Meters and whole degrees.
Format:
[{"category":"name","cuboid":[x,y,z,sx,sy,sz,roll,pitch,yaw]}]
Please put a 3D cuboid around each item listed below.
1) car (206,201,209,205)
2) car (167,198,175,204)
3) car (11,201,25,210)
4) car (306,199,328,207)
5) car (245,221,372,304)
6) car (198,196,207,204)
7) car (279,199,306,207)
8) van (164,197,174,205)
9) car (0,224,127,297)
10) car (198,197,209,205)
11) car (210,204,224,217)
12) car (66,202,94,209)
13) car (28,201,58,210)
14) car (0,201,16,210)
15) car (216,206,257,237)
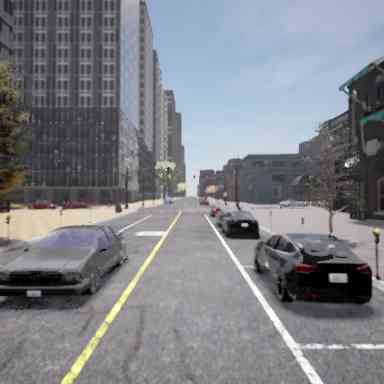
[{"category":"car","cuboid":[2.832,1.912,35.612,1.802,1.307,4.206,1,-1,0]},{"category":"car","cuboid":[-5.663,2.340,90.388,1.752,1.417,4.829,1,-1,0]},{"category":"car","cuboid":[-28.615,2.185,51.852,4.829,1.417,1.752,-1,-1,1]},{"category":"car","cuboid":[20.691,1.712,51.376,4.829,1.417,1.752,-1,-1,1]},{"category":"car","cuboid":[2.704,1.644,8.228,1.947,1.339,4.313,1,-1,0]},{"category":"car","cuboid":[2.720,2.082,84.923,2.192,1.841,5.009,1,-1,0]},{"category":"car","cuboid":[16.705,1.865,54.109,4.718,1.301,1.895,-1,-2,1]},{"category":"van","cuboid":[-5.662,2.057,79.212,1.690,1.788,3.998,1,-1,0]},{"category":"car","cuboid":[-3.100,1.634,9.187,2.033,1.411,5.357,0,-1,0]},{"category":"car","cuboid":[2.715,2.107,73.575,1.967,1.590,4.097,1,-1,0]},{"category":"car","cuboid":[2.707,1.780,24.661,2.008,1.369,4.403,1,-1,0]},{"category":"car","cuboid":[-17.418,2.133,51.742,4.206,1.307,1.802,-1,-1,1]},{"category":"car","cuboid":[-23.102,2.046,51.800,4.097,1.590,1.967,-1,-1,1]},{"category":"car","cuboid":[-34.386,2.378,60.286,4.097,1.590,1.967,-1,-1,1]},{"category":"car","cuboid":[2.706,1.745,19.183,1.947,1.339,4.313,1,-1,0]}]
